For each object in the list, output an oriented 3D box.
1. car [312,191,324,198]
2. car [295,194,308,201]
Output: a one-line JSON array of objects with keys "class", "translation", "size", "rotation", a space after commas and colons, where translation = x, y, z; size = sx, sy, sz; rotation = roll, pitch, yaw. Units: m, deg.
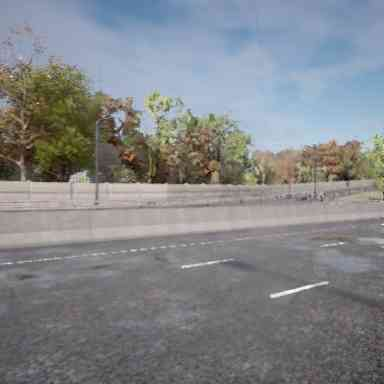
[{"class": "car", "translation": [32.391, 0.652, 85.669], "size": [2.097, 1.767, 4.553], "rotation": [0, 2, 34]}, {"class": "car", "translation": [23.768, 1.142, 72.370], "size": [1.882, 1.535, 5.008], "rotation": [0, 1, 32]}]
